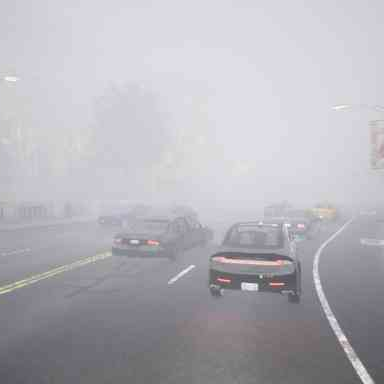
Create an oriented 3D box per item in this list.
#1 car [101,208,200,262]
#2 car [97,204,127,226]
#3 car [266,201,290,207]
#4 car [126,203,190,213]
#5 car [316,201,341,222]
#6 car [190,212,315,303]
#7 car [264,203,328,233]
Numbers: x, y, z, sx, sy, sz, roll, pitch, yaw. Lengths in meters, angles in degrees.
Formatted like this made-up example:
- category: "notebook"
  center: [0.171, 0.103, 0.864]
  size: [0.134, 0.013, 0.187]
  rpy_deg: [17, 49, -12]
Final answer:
- category: "car"
  center: [-0.802, 1.547, 12.323]
  size: [2.033, 1.411, 5.357]
  rpy_deg: [0, 0, 21]
- category: "car"
  center: [-4.029, 1.483, 21.938]
  size: [1.882, 1.535, 5.008]
  rpy_deg: [0, 0, 30]
- category: "car"
  center: [7.414, 1.491, 27.599]
  size: [2.128, 1.511, 4.902]
  rpy_deg: [0, 0, 30]
- category: "car"
  center: [-1.352, 1.478, 19.544]
  size: [1.882, 1.535, 5.008]
  rpy_deg: [0, 0, 30]
- category: "car"
  center: [10.542, 1.456, 26.247]
  size: [1.801, 1.575, 5.366]
  rpy_deg: [0, 0, 30]
- category: "car"
  center: [1.680, 1.492, 8.327]
  size: [2.128, 1.511, 4.902]
  rpy_deg: [0, 0, 15]
- category: "car"
  center: [5.531, 1.547, 17.286]
  size: [2.033, 1.411, 5.357]
  rpy_deg: [0, 0, 29]
